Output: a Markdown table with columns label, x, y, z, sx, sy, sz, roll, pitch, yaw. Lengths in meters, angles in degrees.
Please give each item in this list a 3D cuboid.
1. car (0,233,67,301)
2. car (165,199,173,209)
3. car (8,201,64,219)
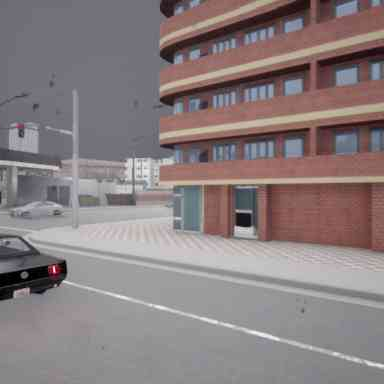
| label | x | y | z | sx | sy | sz | roll | pitch | yaw |
| --- | --- | --- | --- | --- | --- | --- | --- | --- | --- |
| car | -4.982 | 1.599 | 7.530 | 4.718 | 1.301 | 1.895 | 0 | 0 | 36 |
| car | -1.778 | 1.534 | 46.055 | 2.128 | 1.511 | 4.902 | 0 | 0 | 35 |
| car | -13.476 | 1.525 | 29.041 | 1.812 | 1.442 | 4.674 | 0 | 0 | 34 |
